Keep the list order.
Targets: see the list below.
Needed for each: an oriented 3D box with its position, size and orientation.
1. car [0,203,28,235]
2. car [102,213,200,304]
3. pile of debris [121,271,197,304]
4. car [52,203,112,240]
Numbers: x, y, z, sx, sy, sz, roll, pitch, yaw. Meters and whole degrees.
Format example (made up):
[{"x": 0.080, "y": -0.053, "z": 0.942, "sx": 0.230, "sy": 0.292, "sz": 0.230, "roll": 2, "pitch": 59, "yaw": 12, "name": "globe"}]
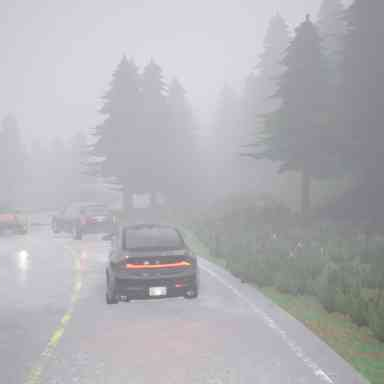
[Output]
[{"x": -10.676, "y": 1.404, "z": 18.055, "sx": 4.553, "sy": 1.767, "sz": 2.097, "roll": 0, "pitch": 0, "yaw": 45, "name": "car"}, {"x": -1.115, "y": 1.504, "z": 8.240, "sx": 1.837, "sy": 1.490, "sz": 4.892, "roll": 0, "pitch": 0, "yaw": -12, "name": "car"}, {"x": -0.858, "y": 2.175, "z": 7.751, "sx": 1.500, "sy": 0.140, "sz": 1.860, "roll": 0, "pitch": 0, "yaw": -14, "name": "pile of debris"}, {"x": -5.718, "y": 1.352, "z": 17.458, "sx": 2.097, "sy": 1.767, "sz": 4.553, "roll": 0, "pitch": 0, "yaw": -39, "name": "car"}]
